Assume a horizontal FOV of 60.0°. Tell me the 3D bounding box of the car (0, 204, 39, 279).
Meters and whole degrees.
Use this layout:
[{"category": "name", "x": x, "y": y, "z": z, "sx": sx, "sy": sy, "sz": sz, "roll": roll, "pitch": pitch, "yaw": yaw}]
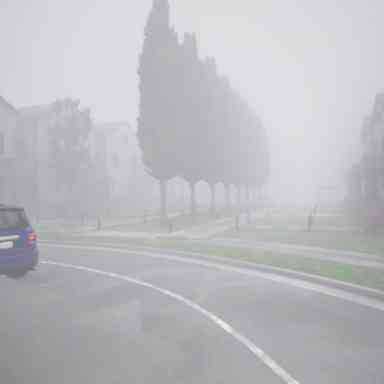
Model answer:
[{"category": "car", "x": -6.613, "y": 1.349, "z": 9.118, "sx": 5.566, "sy": 2.045, "sz": 2.150, "roll": 0, "pitch": -1, "yaw": 31}]
